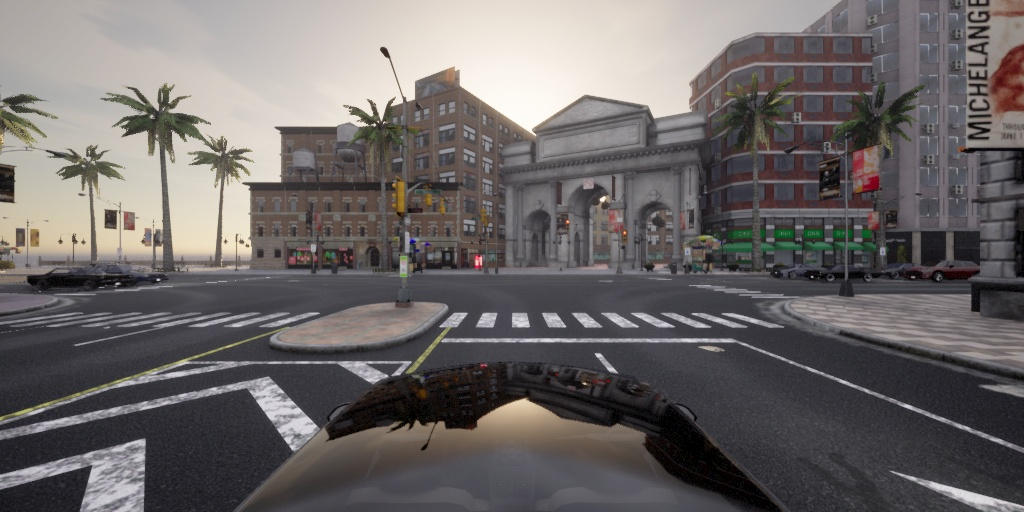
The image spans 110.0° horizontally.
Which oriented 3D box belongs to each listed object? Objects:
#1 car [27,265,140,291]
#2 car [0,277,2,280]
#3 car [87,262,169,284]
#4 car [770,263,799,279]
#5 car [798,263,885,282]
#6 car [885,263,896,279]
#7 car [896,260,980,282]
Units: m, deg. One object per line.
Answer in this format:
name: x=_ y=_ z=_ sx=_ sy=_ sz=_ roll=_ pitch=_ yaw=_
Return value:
car: x=-25.817 y=1.350 z=21.598 sx=4.718 sy=1.301 sz=1.895 roll=0 pitch=0 yaw=3
car: x=-39.826 y=1.297 z=25.329 sx=5.357 sy=1.411 sz=2.033 roll=0 pitch=0 yaw=0
car: x=-27.524 y=1.297 z=25.238 sx=5.357 sy=1.411 sz=2.033 roll=0 pitch=0 yaw=0
car: x=25.589 y=1.313 z=32.013 sx=4.181 sy=1.385 sz=1.994 roll=0 pitch=0 yaw=1
car: x=26.105 y=1.350 z=28.525 sx=4.718 sy=1.301 sz=1.895 roll=0 pitch=0 yaw=1
car: x=34.845 y=1.297 z=31.911 sx=5.357 sy=1.411 sz=2.033 roll=0 pitch=0 yaw=1
car: x=34.060 y=1.101 z=28.372 sx=4.553 sy=1.767 sz=2.097 roll=0 pitch=0 yaw=2
